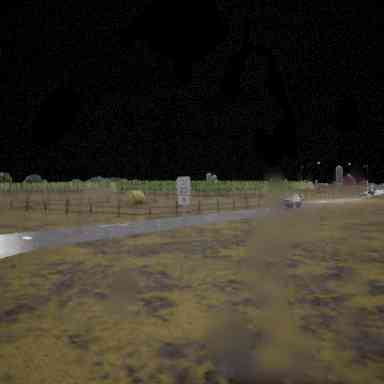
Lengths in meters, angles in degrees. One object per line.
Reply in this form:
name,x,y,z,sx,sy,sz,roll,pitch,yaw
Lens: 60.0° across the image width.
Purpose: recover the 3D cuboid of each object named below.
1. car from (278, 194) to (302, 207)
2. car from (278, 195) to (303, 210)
car,14.607,1.206,49.395,2.097,1.767,4.553,-2,0,35
car,12.223,1.379,41.247,1.837,1.490,4.892,-2,-1,35
